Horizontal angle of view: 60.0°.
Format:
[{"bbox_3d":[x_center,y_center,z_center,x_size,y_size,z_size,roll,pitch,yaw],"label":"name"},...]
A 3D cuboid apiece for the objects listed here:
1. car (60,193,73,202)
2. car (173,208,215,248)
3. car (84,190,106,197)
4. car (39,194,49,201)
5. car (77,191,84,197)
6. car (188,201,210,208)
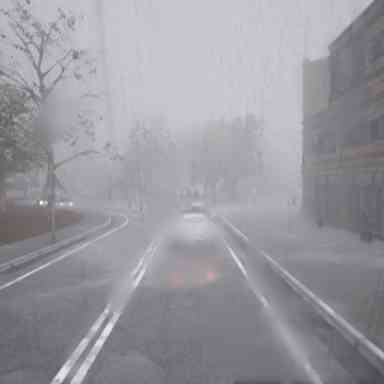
[{"bbox_3d":[-21.612,0.928,57.112,1.837,1.490,4.892,-2,2,-24],"label":"car"},{"bbox_3d":[0.091,1.715,15.760,1.812,1.442,4.674,0,0,0],"label":"car"},{"bbox_3d":[-21.322,0.451,74.654,1.837,1.490,4.892,1,2,25],"label":"car"},{"bbox_3d":[-25.825,0.928,59.170,1.994,1.385,4.181,-1,2,-16],"label":"car"},{"bbox_3d":[-24.112,0.260,76.325,2.097,1.767,4.553,1,2,25],"label":"car"},{"bbox_3d":[0.660,1.573,31.367,1.812,1.442,4.674,0,1,8],"label":"car"}]
